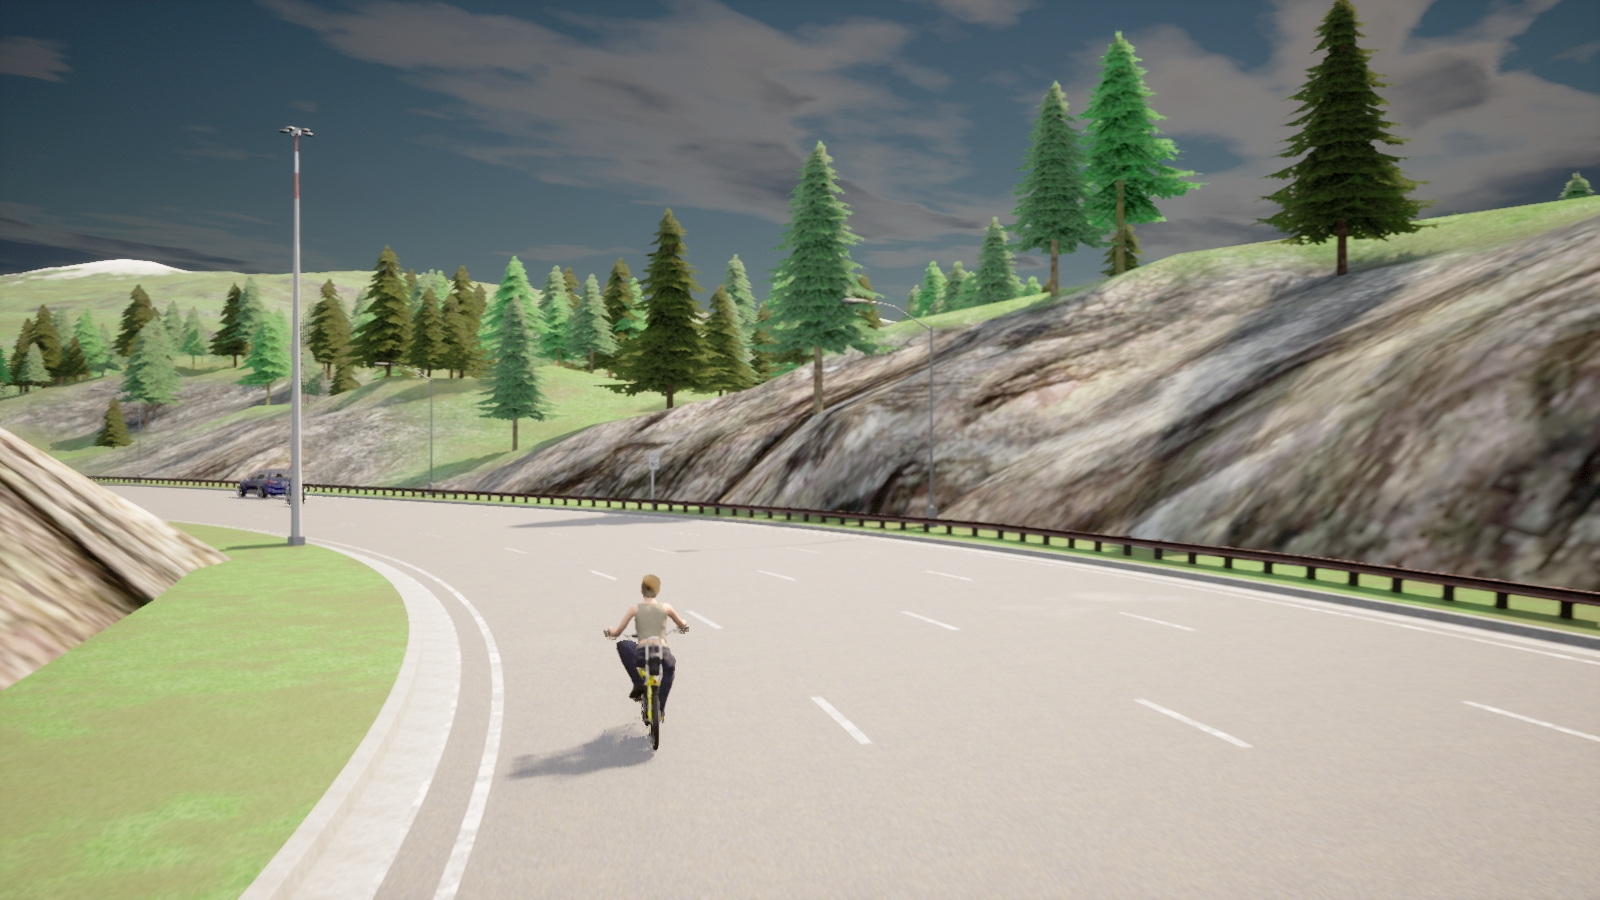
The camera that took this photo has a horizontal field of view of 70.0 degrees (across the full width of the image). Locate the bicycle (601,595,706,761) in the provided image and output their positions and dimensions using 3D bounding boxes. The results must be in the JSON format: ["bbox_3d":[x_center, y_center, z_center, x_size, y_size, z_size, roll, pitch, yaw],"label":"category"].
[{"bbox_3d":[-1.457,2.163,11.146,0.859,1.276,1.487,-1,0,-13],"label":"bicycle"}]

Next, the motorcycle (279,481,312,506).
[{"bbox_3d":[-25.674,2.214,58.112,2.033,1.199,0.803,-1,0,42],"label":"motorcycle"}]

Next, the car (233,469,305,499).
[{"bbox_3d":[-31.711,2.003,68.225,4.611,1.667,2.242,0,0,42],"label":"car"}]
